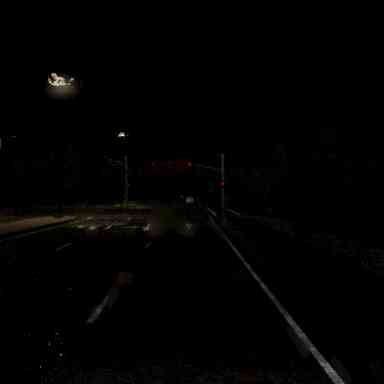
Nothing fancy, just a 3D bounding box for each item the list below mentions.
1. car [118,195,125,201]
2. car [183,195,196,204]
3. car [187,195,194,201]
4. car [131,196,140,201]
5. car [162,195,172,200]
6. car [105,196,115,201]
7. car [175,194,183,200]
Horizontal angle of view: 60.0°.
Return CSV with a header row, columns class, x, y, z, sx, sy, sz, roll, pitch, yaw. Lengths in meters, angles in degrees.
class,x,y,z,sx,sy,sz,roll,pitch,yaw
car,-18.962,1.603,91.252,1.882,1.535,5.008,0,0,0
car,-0.327,1.612,63.874,1.812,1.442,4.674,0,0,0
car,-0.448,1.650,94.891,1.812,1.442,4.674,0,0,1
car,-15.462,1.720,91.168,1.895,1.301,4.718,0,0,0
car,-7.448,1.667,94.858,2.033,1.411,5.357,0,0,1
car,-22.462,1.665,91.305,2.033,1.411,5.357,0,0,0
car,-3.947,1.681,95.286,1.994,1.385,4.181,0,0,1
